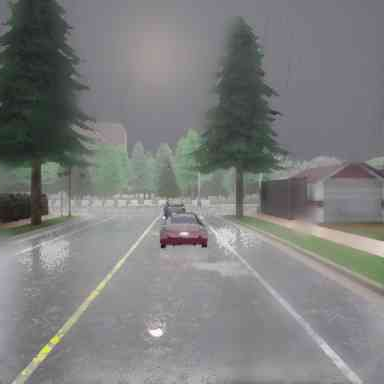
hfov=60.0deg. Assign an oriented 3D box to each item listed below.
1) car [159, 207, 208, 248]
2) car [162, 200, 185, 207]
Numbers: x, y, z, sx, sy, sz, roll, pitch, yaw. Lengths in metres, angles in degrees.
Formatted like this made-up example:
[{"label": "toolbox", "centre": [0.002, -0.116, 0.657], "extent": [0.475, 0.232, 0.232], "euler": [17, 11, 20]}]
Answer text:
[{"label": "car", "centre": [-0.401, 1.571, 14.754], "extent": [1.994, 1.385, 4.181], "euler": [0, 0, -3]}, {"label": "car", "centre": [-1.600, 1.495, 29.798], "extent": [2.128, 1.511, 4.902], "euler": [0, 0, -6]}]
